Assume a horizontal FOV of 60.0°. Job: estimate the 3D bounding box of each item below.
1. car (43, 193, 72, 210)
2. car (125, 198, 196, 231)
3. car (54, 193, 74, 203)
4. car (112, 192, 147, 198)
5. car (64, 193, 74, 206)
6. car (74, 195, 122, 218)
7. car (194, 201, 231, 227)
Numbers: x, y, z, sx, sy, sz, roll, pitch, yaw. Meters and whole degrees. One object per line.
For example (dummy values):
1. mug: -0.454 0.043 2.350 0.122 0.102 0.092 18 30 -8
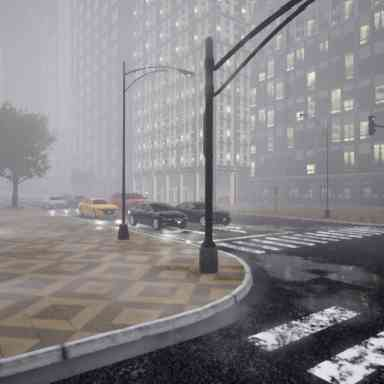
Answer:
1. car: -15.692 1.191 38.029 1.812 1.442 4.674 0 1 -36
2. car: -2.129 1.357 19.793 1.837 1.490 4.892 0 0 -37
3. car: -22.553 0.985 58.435 1.882 1.535 5.008 0 0 -37
4. car: -5.499 1.008 29.757 2.150 2.045 5.566 0 0 -37
5. car: -13.835 1.146 40.985 1.882 1.535 5.008 0 1 -37
6. car: -7.783 1.254 27.388 1.882 1.535 5.008 0 0 -37
7. car: 0.445 1.344 21.779 1.882 1.535 5.008 0 0 -37
